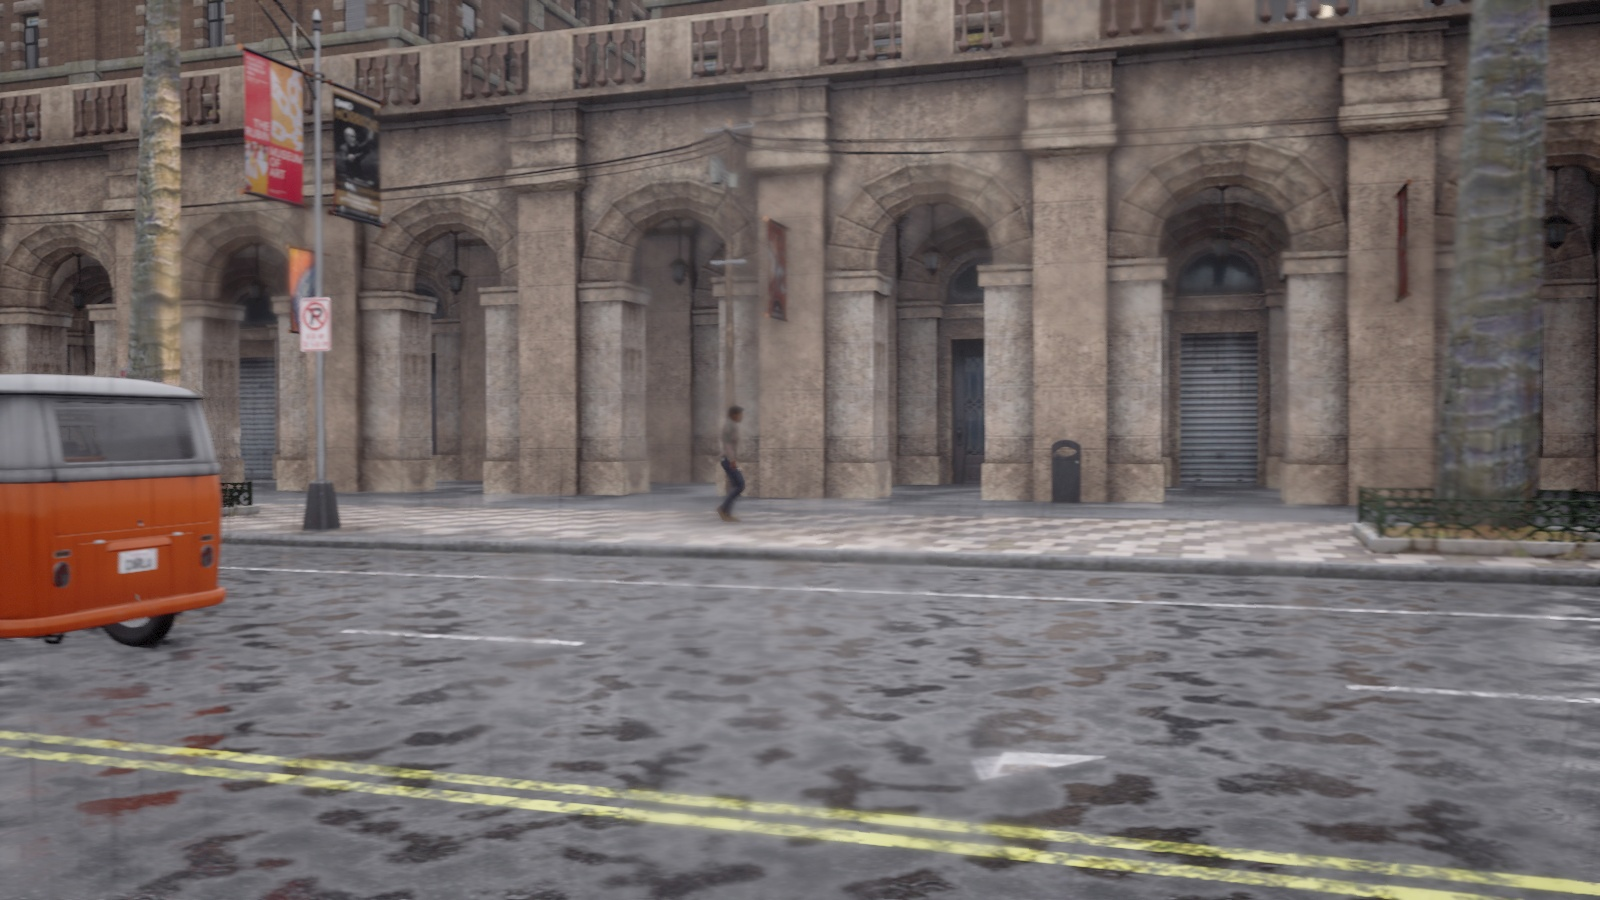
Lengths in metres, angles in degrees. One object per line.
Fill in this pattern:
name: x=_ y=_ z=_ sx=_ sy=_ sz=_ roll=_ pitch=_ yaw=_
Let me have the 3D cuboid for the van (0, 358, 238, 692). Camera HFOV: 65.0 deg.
van: x=-6.477 y=0.412 z=8.973 sx=4.442 sy=1.987 sz=1.775 roll=1 pitch=1 yaw=18

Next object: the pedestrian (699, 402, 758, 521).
pedestrian: x=-1.092 y=0.171 z=19.275 sx=0.869 sy=1.805 sz=0.328 roll=0 pitch=1 yaw=4
